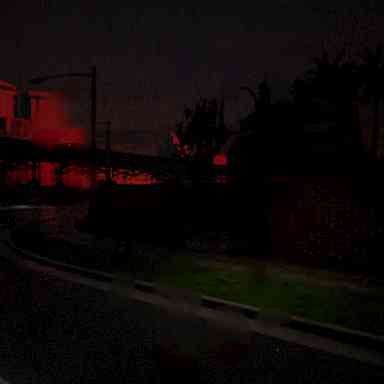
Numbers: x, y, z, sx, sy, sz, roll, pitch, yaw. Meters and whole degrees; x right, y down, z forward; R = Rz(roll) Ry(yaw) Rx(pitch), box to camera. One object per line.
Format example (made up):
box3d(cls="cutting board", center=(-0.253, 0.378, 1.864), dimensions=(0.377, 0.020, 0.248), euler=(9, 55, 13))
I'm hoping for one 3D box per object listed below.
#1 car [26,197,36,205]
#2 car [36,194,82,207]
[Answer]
box3d(cls="car", center=(-19.066, 0.962, 43.237), dimensions=(1.812, 1.442, 4.674), euler=(1, 1, 37))
box3d(cls="car", center=(-16.102, 0.954, 41.356), dimensions=(2.128, 1.511, 4.902), euler=(1, 1, 37))
